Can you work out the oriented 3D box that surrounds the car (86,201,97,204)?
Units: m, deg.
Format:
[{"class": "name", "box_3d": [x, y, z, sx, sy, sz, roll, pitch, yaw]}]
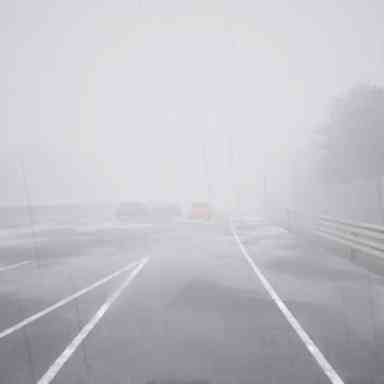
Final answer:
[{"class": "car", "box_3d": [-17.837, 2.357, 59.904, 2.033, 1.411, 5.357, 0, -1, 13]}]

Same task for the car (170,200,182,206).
[{"class": "car", "box_3d": [-4.197, 2.977, 89.324, 2.033, 1.411, 5.357, 0, -1, 12]}]

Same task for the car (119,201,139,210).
[{"class": "car", "box_3d": [-11.006, 2.348, 58.425, 1.812, 1.442, 4.674, 0, -1, 13]}]

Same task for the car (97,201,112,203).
[{"class": "car", "box_3d": [-14.424, 2.342, 59.166, 1.812, 1.442, 4.674, 0, -1, 13]}]

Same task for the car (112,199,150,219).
[{"class": "car", "box_3d": [-5.770, 1.730, 33.245, 2.097, 1.767, 4.553, 0, -1, 12]}]

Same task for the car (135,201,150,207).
[{"class": "car", "box_3d": [-11.013, 2.651, 74.613, 1.812, 1.442, 4.674, 0, -1, 12]}]

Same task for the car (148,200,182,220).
[{"class": "car", "box_3d": [-2.344, 1.856, 32.537, 1.882, 1.535, 5.008, 0, -1, 12]}]

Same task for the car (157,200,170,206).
[{"class": "car", "box_3d": [-7.616, 2.971, 90.069, 2.033, 1.411, 5.357, 0, -1, 12]}]

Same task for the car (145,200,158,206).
[{"class": "car", "box_3d": [-11.038, 2.925, 90.805, 1.837, 1.490, 4.892, 0, -1, 12]}]

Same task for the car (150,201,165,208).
[{"class": "car", "box_3d": [-7.598, 2.728, 73.847, 1.895, 1.301, 4.718, 0, -1, 12]}]

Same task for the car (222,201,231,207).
[{"class": "car", "box_3d": [8.440, 2.892, 81.601, 1.812, 1.442, 4.674, 0, -1, 12]}]

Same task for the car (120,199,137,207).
[{"class": "car", "box_3d": [-14.425, 2.477, 75.391, 2.097, 1.767, 4.553, 0, -1, 12]}]

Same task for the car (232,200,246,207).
[{"class": "car", "box_3d": [11.429, 2.860, 78.892, 2.128, 1.511, 4.902, 0, -1, 12]}]

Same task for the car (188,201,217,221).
[{"class": "car", "box_3d": [1.071, 1.736, 31.740, 2.097, 1.767, 4.553, 0, -1, 12]}]
